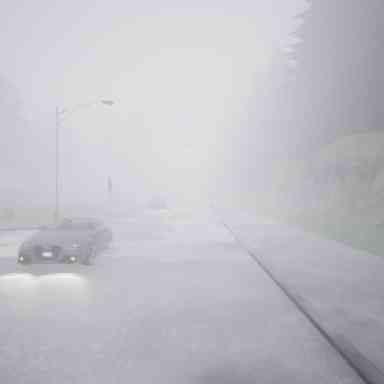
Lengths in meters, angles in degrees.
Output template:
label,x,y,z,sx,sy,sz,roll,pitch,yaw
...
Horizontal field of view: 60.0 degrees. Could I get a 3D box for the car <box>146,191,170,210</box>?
label,x,y,z,sx,sy,sz,roll,pitch,yaw
car,-3.995,1.076,38.304,2.097,1.767,4.553,0,0,0

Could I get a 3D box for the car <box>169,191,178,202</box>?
label,x,y,z,sx,sy,sz,roll,pitch,yaw
car,-3.993,0.823,65.962,2.150,2.045,5.566,0,1,0

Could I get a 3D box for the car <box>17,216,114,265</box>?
label,x,y,z,sx,sy,sz,roll,pitch,yaw
car,-3.999,1.516,11.161,1.994,1.385,4.181,0,0,0
